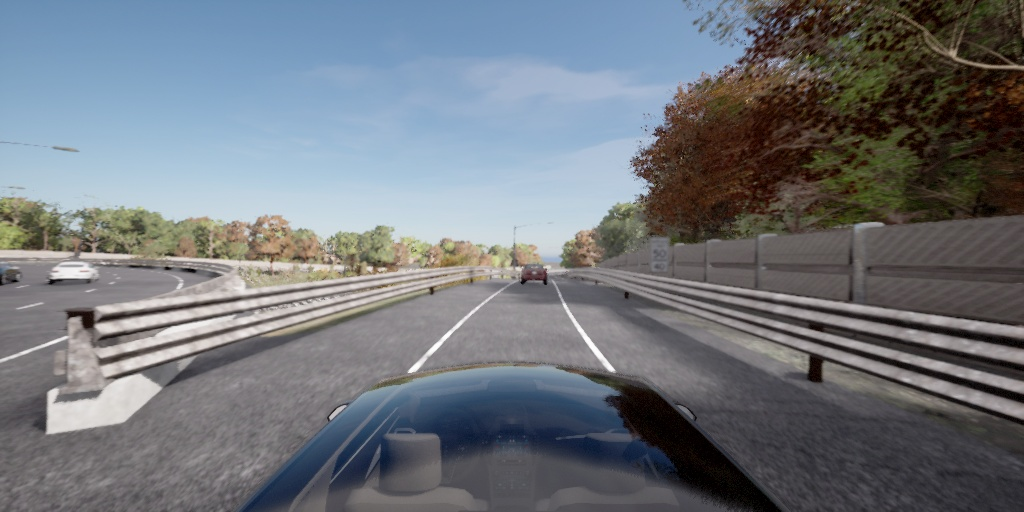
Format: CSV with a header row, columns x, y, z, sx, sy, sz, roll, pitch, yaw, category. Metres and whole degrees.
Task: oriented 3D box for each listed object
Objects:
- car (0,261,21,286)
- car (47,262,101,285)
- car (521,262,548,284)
x,y,z,sx,sy,sz,roll,pitch,yaw,category
-32.536,1.045,22.276,2.128,1.511,4.902,1,0,-44,car
-29.787,1.116,24.477,1.812,1.442,4.674,1,0,-44,car
1.951,1.411,30.678,2.097,1.767,4.553,1,-2,5,car
